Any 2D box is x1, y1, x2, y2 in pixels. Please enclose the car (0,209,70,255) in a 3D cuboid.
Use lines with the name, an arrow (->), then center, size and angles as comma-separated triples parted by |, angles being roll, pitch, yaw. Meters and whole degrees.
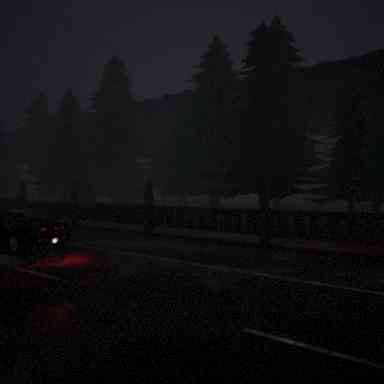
car -> -6.800, 1.449, 13.128 | 4.892, 1.490, 1.837 | 0, 0, 36
